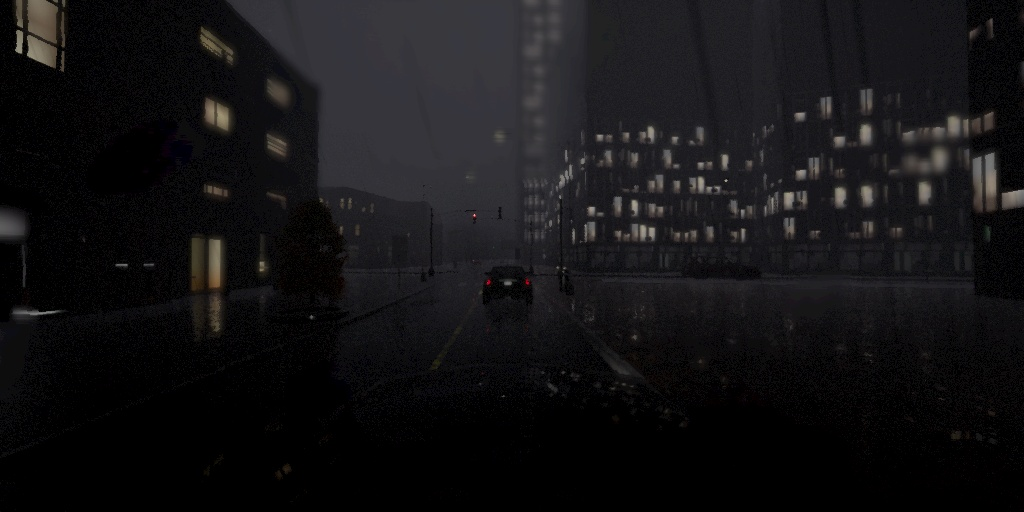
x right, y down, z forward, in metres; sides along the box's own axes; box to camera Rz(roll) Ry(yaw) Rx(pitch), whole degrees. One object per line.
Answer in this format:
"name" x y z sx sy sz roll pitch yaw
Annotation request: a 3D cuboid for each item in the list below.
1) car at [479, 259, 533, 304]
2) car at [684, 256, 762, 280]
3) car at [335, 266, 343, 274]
"car" -0.225 1.120 16.514 2.097 1.767 4.553 0 0 -2
"car" 15.763 0.937 27.039 5.009 1.841 2.192 0 0 18
"car" -20.556 1.316 38.959 4.313 1.339 1.948 0 0 18
